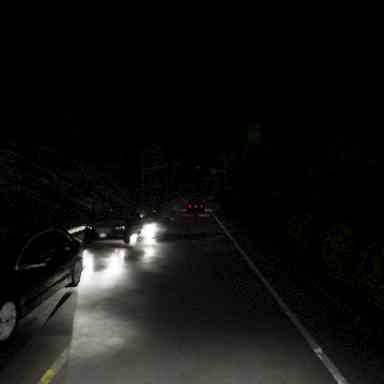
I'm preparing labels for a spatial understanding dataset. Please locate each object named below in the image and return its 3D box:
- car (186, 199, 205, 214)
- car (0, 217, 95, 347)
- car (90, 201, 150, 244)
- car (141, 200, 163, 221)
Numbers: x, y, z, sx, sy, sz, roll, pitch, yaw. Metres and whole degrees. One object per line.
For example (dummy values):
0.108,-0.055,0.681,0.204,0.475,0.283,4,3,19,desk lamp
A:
0.363,1.396,33.887,2.033,1.411,5.357,0,0,0,car
-3.561,1.470,6.305,1.837,1.490,4.892,0,0,1,car
-3.483,1.415,15.489,2.128,1.511,4.902,0,0,0,car
-3.380,1.370,25.695,2.128,1.511,4.902,0,0,1,car
